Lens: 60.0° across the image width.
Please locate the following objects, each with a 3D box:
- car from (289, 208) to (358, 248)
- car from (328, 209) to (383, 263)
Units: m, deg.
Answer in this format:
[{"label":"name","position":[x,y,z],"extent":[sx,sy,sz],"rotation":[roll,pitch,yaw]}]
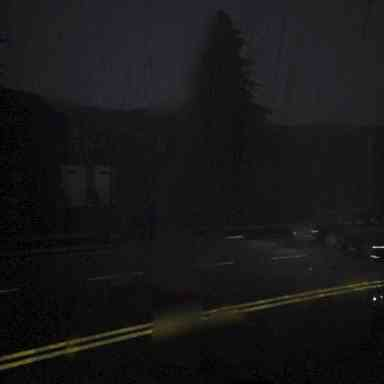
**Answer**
[{"label":"car","position":[6.560,1.485,14.310],"extent":[4.892,1.490,1.837],"rotation":[0,0,-18]},{"label":"car","position":[7.261,1.472,10.901],"extent":[5.008,1.535,1.882],"rotation":[0,0,-18]}]
